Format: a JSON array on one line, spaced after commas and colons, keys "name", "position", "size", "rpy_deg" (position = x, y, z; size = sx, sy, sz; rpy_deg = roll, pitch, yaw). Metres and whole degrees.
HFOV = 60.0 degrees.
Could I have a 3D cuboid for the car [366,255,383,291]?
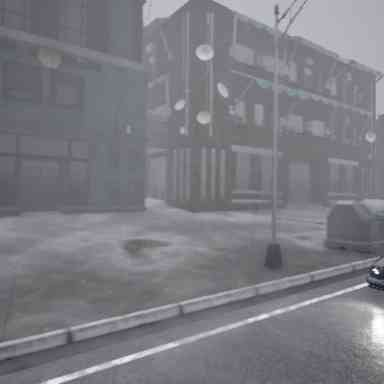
[{"name": "car", "position": [6.323, 1.564, 7.890], "size": [5.357, 1.411, 2.033], "rpy_deg": [0, 0, -35]}]
